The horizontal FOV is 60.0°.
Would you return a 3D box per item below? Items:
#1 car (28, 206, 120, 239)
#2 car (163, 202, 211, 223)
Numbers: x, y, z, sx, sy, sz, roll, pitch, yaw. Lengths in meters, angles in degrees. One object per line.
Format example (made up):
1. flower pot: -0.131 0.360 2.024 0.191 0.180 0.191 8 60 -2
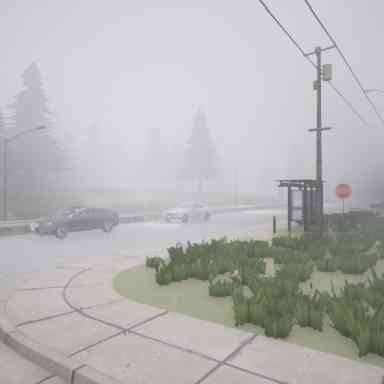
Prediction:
1. car: -6.092 1.492 17.703 2.128 1.511 4.902 0 0 36
2. car: -0.248 1.526 25.783 1.812 1.442 4.674 0 0 36
